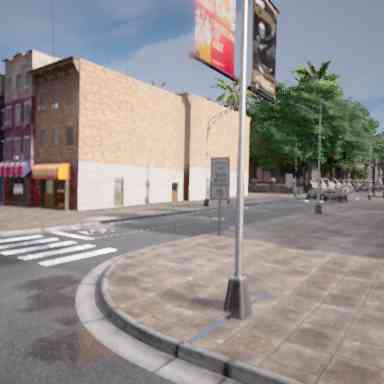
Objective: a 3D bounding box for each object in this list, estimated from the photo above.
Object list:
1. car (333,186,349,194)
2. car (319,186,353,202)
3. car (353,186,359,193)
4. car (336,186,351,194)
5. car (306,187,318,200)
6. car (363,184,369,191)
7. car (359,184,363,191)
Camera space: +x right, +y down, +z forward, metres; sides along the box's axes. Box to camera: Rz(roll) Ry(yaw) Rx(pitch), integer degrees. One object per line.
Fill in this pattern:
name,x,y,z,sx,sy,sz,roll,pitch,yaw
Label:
car,29.043,-0.406,64.638,2.008,1.369,4.403,4,3,36
car,16.459,0.329,38.015,2.128,1.511,4.902,2,2,37
car,33.225,-0.560,70.417,2.008,1.369,4.403,4,3,36
car,30.175,-0.475,66.254,1.752,1.417,4.829,4,3,36
car,15.857,0.203,41.890,1.837,1.490,4.892,2,2,36
car,42.756,-0.871,83.699,1.802,1.307,4.206,3,3,36
car,36.402,-0.662,74.845,1.947,1.339,4.313,4,3,36
